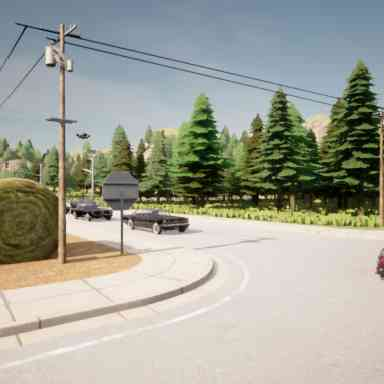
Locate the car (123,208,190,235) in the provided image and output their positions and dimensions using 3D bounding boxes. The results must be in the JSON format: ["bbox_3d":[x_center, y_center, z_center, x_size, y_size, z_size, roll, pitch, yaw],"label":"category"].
[{"bbox_3d":[-2.176,1.635,19.484,1.895,1.301,4.718,0,0,-38],"label":"car"}]

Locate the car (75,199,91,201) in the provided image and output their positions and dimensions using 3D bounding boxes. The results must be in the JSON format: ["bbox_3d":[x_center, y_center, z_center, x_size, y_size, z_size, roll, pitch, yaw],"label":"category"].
[{"bbox_3d":[-13.102,1.525,39.366,2.128,1.511,4.902,0,0,-38],"label":"car"}]

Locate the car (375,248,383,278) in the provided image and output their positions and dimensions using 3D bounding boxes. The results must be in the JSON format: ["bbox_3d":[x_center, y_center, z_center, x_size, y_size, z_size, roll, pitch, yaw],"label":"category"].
[{"bbox_3d":[6.668,1.580,8.732,4.181,1.385,1.994,0,0,-35],"label":"car"}]

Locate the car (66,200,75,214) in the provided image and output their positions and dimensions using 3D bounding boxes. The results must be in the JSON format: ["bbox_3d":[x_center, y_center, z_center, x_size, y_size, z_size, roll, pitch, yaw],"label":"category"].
[{"bbox_3d":[-14.742,1.582,35.473,2.033,1.411,5.357,0,0,-39],"label":"car"}]

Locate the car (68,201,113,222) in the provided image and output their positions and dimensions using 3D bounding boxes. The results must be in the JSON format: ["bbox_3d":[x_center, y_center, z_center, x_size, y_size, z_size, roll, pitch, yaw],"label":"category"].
[{"bbox_3d":[-8.240,1.635,27.197,1.895,1.301,4.718,0,0,-38],"label":"car"}]
